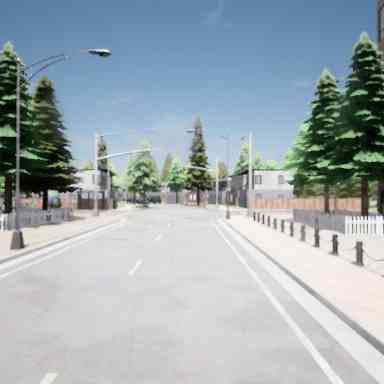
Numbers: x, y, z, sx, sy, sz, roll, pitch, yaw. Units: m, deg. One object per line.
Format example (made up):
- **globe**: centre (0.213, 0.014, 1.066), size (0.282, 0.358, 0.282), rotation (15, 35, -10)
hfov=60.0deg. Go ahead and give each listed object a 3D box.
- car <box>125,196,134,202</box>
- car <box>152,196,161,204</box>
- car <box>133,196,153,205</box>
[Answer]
- **car**: centre (-16.643, 2.029, 92.844), size (2.097, 1.767, 4.553), rotation (1, -1, -45)
- **car**: centre (-9.636, 1.944, 83.095), size (2.150, 2.045, 5.566), rotation (0, -1, -31)
- **car**: centre (-11.725, 2.257, 79.622), size (2.033, 1.411, 5.357), rotation (0, -1, -27)
